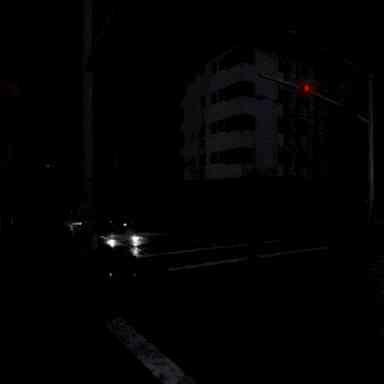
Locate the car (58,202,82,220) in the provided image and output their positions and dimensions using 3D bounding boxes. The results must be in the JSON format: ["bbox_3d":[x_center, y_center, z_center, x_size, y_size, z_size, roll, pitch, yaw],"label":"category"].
[{"bbox_3d":[-11.002,1.666,30.572,2.128,1.511,4.902,0,0,-32],"label":"car"}]

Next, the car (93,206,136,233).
[{"bbox_3d":[-5.230,1.680,21.539,1.837,1.490,4.892,0,0,-33],"label":"car"}]
